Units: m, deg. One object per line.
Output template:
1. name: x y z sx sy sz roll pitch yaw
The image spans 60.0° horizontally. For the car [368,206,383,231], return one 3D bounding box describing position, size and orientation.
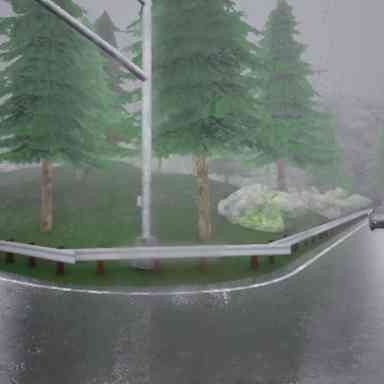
1. car: 12.203 1.620 20.898 2.033 1.411 5.357 0 0 28
